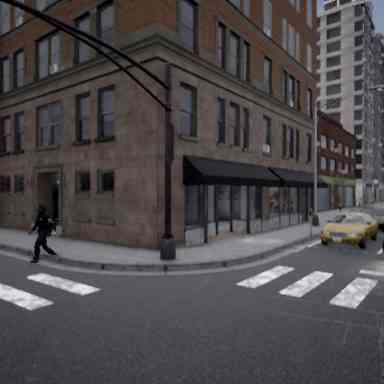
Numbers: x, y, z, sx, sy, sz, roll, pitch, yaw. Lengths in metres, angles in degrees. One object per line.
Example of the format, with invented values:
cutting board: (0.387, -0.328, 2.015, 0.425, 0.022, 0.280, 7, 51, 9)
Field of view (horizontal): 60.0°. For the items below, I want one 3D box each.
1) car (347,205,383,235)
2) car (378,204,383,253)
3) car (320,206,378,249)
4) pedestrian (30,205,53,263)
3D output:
car: (10.485, 1.492, 19.171, 1.947, 1.339, 4.313, 0, 0, 37)
car: (8.394, 1.314, 11.939, 2.097, 1.767, 4.553, 0, 0, 39)
car: (6.962, 1.474, 14.532, 1.752, 1.417, 4.829, 0, 0, 37)
pedestrian: (-4.669, 1.252, 10.324, 0.375, 1.860, 0.375, 0, 0, 38)
